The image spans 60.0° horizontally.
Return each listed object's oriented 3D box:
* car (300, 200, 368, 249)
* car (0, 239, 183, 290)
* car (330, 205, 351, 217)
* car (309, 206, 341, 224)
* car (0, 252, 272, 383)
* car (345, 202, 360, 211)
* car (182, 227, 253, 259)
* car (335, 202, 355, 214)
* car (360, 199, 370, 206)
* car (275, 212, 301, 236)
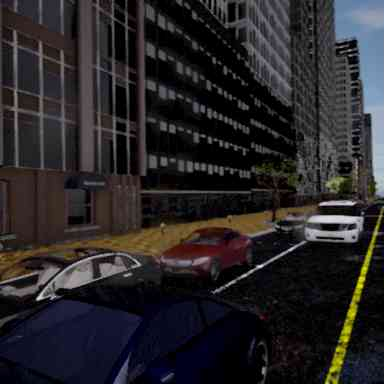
[{"bbox_3d":[7.209,1.486,16.471,2.150,2.045,5.566,-1,-1,30],"label":"car"},{"bbox_3d":[-2.235,1.705,5.659,2.008,1.369,4.403,-2,-2,30],"label":"car"},{"bbox_3d":[17.863,2.214,39.991,1.802,1.307,4.206,-2,-2,30],"label":"car"},{"bbox_3d":[12.121,2.047,30.182,2.008,1.369,4.403,-2,-2,30],"label":"car"},{"bbox_3d":[-0.749,1.645,3.043,1.994,1.385,4.181,-1,-1,31],"label":"car"},{"bbox_3d":[26.390,2.359,54.560,1.752,1.417,4.829,-2,-2,30],"label":"car"},{"bbox_3d":[0.637,1.805,10.563,1.802,1.307,4.206,-2,-2,30],"label":"car"},{"bbox_3d":[20.731,2.140,44.899,1.967,1.590,4.097,-2,-2,30],"label":"car"},{"bbox_3d":[43.700,2.680,84.138,1.967,1.590,4.097,-2,-2,30],"label":"car"},{"bbox_3d":[6.379,1.910,20.373,2.008,1.369,4.403,-2,-2,30],"label":"car"}]
